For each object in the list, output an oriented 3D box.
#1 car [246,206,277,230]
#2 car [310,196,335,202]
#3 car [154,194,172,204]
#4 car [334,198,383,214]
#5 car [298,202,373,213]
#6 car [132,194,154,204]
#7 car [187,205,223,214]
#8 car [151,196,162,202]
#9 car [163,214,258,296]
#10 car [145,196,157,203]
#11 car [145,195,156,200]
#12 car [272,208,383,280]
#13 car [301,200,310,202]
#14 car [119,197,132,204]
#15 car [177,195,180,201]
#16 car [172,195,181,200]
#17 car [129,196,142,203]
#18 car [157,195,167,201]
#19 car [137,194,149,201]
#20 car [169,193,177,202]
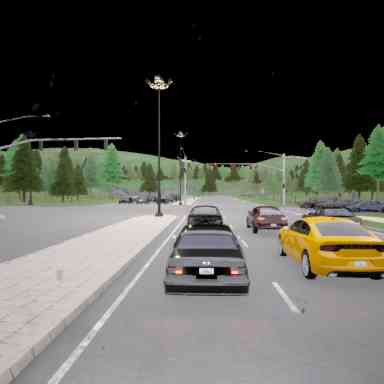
[{"bbox_3d":[4.270,1.526,19.236,1.812,1.442,4.674,0,0,3],"label":"car"},{"bbox_3d":[16.851,1.492,38.664,4.902,1.511,2.128,0,0,3],"label":"car"},{"bbox_3d":[-5.562,1.600,63.429,1.895,1.301,4.718,0,0,3],"label":"car"},{"bbox_3d":[18.363,1.548,35.054,5.357,1.411,2.033,0,0,2],"label":"car"},{"bbox_3d":[7.755,1.547,18.851,2.033,1.411,5.357,0,0,3],"label":"car"},{"bbox_3d":[-9.122,1.491,62.319,2.128,1.511,4.902,0,0,3],"label":"car"},{"bbox_3d":[0.735,1.478,18.631,1.882,1.535,5.008,0,0,3],"label":"car"},{"bbox_3d":[-8.384,1.552,79.283,1.994,1.385,4.181,0,0,2],"label":"car"},{"bbox_3d":[0.383,1.547,8.811,2.033,1.411,5.357,0,0,2],"label":"car"},{"bbox_3d":[-8.708,1.552,71.171,1.994,1.385,4.181,0,0,2],"label":"car"},{"bbox_3d":[-11.408,1.539,91.173,2.033,1.411,5.357,0,0,2],"label":"car"},{"bbox_3d":[3.938,1.478,10.017,1.882,1.535,5.008,0,0,3],"label":"car"},{"bbox_3d":[15.965,1.351,42.423,4.553,1.767,2.097,0,0,6],"label":"car"},{"bbox_3d":[-12.560,1.564,63.462,1.994,1.385,4.181,0,0,3],"label":"car"},{"bbox_3d":[-4.747,1.225,82.655,2.150,2.045,5.566,0,0,2],"label":"car"},{"bbox_3d":[-4.316,1.533,93.057,2.033,1.411,5.357,0,0,3],"label":"car"},{"bbox_3d":[-12.174,1.524,72.083,1.812,1.442,4.674,0,0,2],"label":"car"},{"bbox_3d":[-7.977,1.524,89.408,2.128,1.511,4.902,0,0,2],"label":"car"},{"bbox_3d":[-11.821,1.355,80.939,2.097,1.767,4.553,0,0,2],"label":"car"},{"bbox_3d":[-5.158,1.355,72.363,2.097,1.767,4.553,0,0,2],"label":"car"}]
